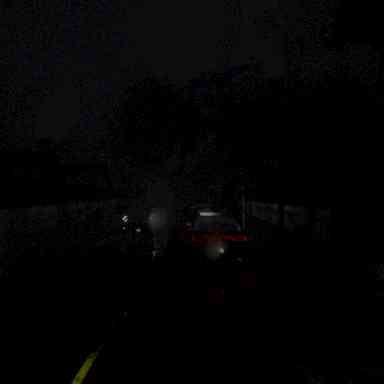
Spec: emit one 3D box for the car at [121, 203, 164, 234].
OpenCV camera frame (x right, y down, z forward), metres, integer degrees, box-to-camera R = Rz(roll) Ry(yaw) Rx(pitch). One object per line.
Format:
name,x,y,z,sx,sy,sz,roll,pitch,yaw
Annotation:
car,-2.854,1.480,19.973,2.097,1.767,4.553,0,0,0

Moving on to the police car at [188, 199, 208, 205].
police car,0.818,1.614,28.220,1.930,1.638,5.238,0,0,0

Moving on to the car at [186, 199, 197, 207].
car,-0.016,2.082,62.460,1.994,1.385,4.181,0,-1,0

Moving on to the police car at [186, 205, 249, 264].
police car,0.822,1.503,12.213,1.930,1.638,5.238,0,0,0

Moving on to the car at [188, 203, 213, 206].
car,0.820,1.669,22.107,1.812,1.442,4.674,0,0,0

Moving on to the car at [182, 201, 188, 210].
car,0.000,1.932,47.739,1.994,1.385,4.181,0,-1,0

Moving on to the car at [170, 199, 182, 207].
car,-2.804,2.008,61.205,1.837,1.490,4.892,0,-1,0
